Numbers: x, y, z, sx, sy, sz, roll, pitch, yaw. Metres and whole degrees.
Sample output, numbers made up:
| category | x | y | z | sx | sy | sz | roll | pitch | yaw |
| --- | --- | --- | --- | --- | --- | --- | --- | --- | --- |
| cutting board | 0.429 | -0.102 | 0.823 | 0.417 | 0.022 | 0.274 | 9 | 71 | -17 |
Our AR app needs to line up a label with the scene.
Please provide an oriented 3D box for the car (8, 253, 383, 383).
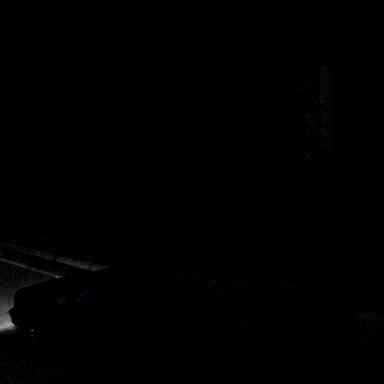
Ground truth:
| category | x | y | z | sx | sy | sz | roll | pitch | yaw |
| --- | --- | --- | --- | --- | --- | --- | --- | --- | --- |
| car | -0.248 | 1.556 | 4.272 | 5.357 | 1.411 | 2.033 | 0 | 0 | 37 |
